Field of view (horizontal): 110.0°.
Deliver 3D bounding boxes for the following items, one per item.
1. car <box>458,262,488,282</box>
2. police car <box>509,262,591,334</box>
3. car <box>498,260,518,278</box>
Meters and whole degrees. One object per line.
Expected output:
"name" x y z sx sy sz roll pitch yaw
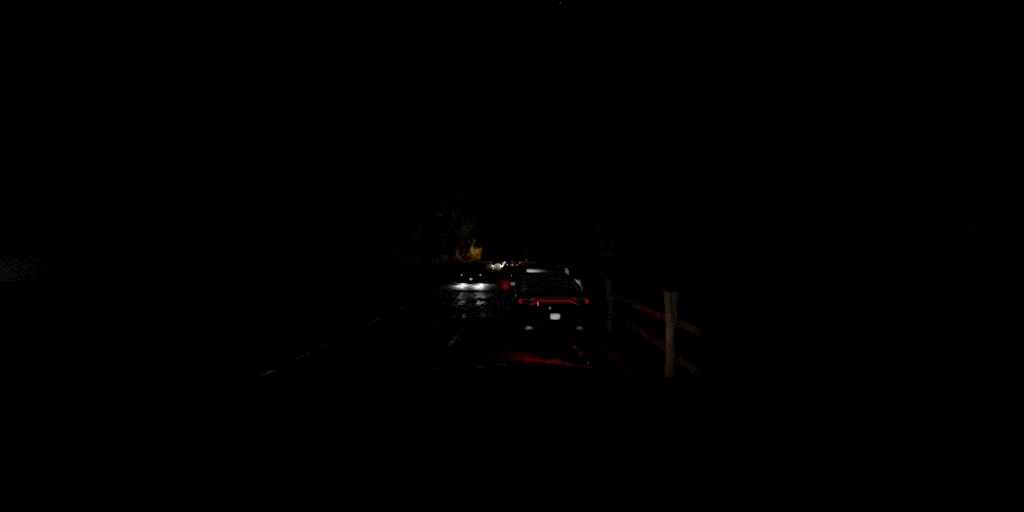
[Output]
"car" -2.842 1.198 27.497 2.033 1.411 5.357 0 0 0
"police car" 0.965 1.140 10.601 1.930 1.638 5.238 0 0 0
"car" 0.034 1.237 31.489 1.895 1.301 4.718 0 0 1
